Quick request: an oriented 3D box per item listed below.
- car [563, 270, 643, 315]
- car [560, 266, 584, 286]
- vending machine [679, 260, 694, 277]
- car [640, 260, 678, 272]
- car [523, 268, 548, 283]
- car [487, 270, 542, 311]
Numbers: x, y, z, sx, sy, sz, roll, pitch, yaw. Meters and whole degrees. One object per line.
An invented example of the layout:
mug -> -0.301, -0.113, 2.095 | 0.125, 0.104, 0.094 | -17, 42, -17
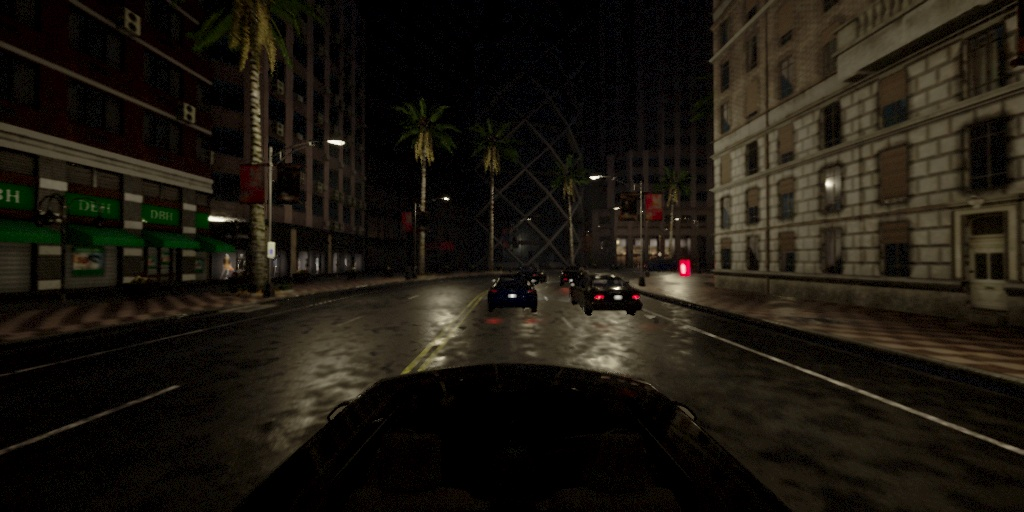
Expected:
car -> 3.527, 1.442, 14.353 | 2.033, 1.411, 5.357 | 0, -1, 1
car -> 5.082, 1.569, 28.978 | 1.837, 1.490, 4.892 | 0, 0, 16
vending machine -> 19.495, 1.388, 40.446 | 1.100, 2.100, 0.880 | 0, 0, 44
car -> 25.033, 1.636, 60.149 | 5.566, 2.045, 2.150 | 0, -1, -17
car -> 1.659, 1.634, 29.720 | 1.994, 1.385, 4.181 | 0, -1, 17
car -> 0.064, 1.470, 15.299 | 1.994, 1.385, 4.181 | 0, -1, 1
